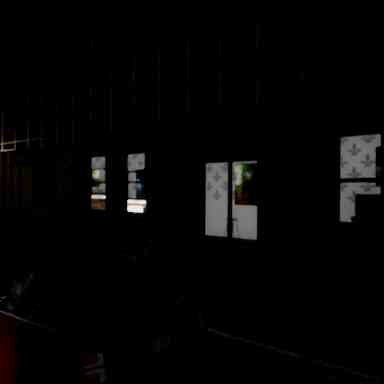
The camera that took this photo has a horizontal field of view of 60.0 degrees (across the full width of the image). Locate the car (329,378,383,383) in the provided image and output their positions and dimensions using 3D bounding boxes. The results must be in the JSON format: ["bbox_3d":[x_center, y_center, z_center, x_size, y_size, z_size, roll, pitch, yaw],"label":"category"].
[{"bbox_3d":[2.595,1.537,1.020,4.829,1.417,1.752,1,0,36],"label":"car"}]

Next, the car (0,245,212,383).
[{"bbox_3d":[-1.859,1.412,4.206,4.097,1.590,1.967,1,0,36],"label":"car"}]
